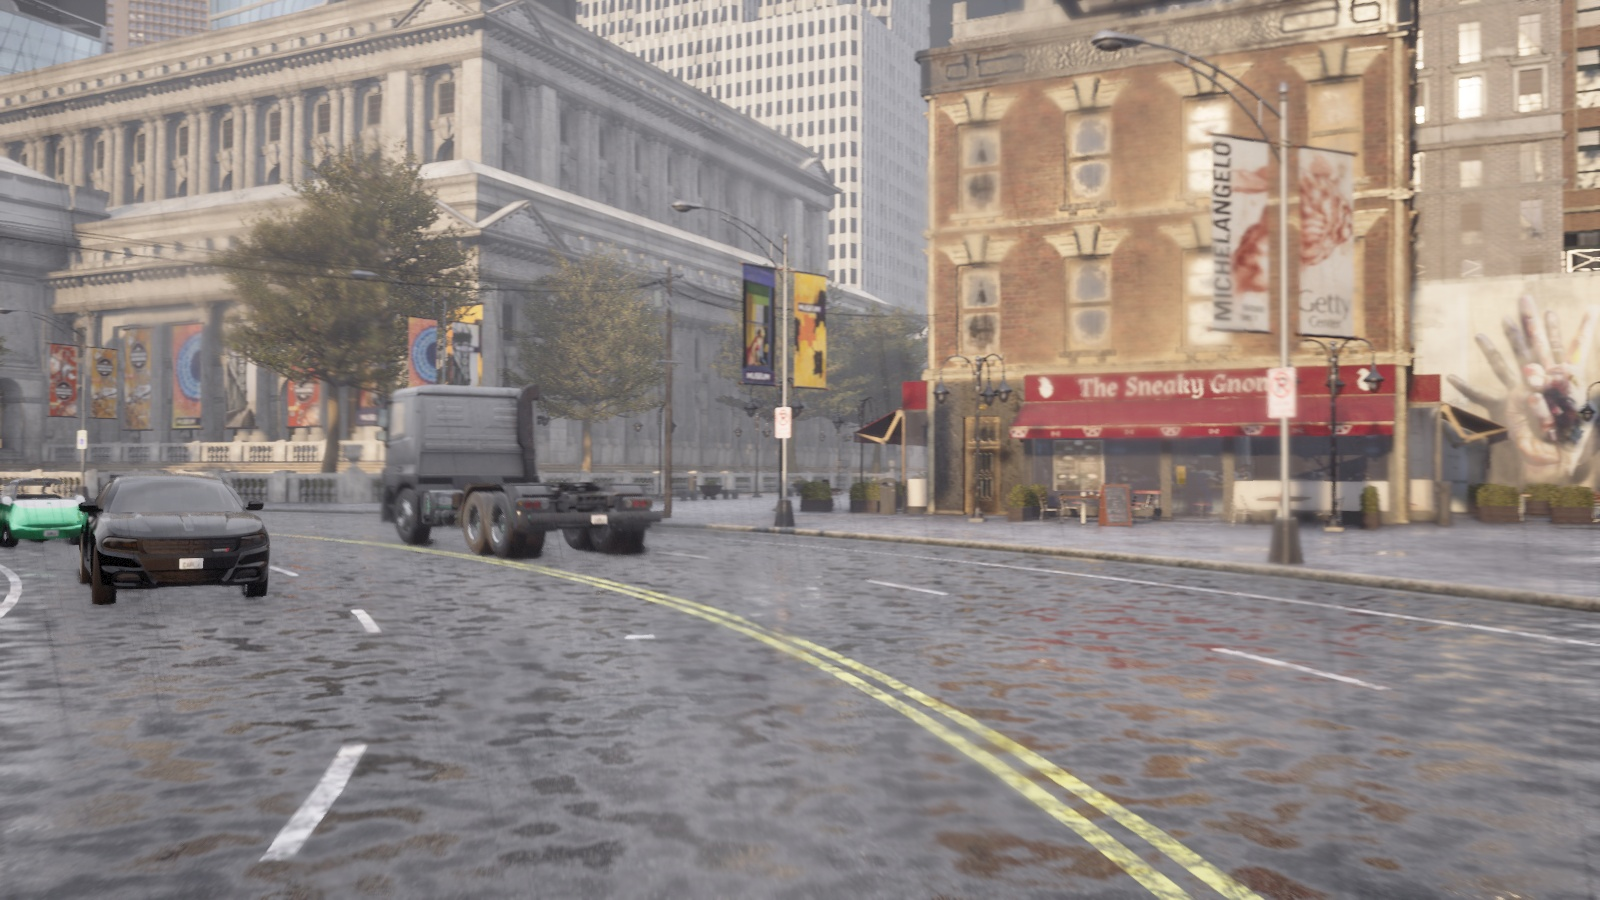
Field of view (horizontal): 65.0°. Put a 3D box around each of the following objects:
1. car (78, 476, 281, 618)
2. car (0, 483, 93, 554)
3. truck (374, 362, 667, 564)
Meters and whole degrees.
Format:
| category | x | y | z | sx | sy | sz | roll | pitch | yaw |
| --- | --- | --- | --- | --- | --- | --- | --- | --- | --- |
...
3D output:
| category | x | y | z | sx | sy | sz | roll | pitch | yaw |
| --- | --- | --- | --- | --- | --- | --- | --- | --- | --- |
| car | -8.184 | 1.108 | 16.303 | 1.882 | 1.535 | 5.008 | 0 | -1 | -32 |
| car | -15.777 | 1.385 | 25.901 | 2.207 | 1.376 | 1.481 | -2 | -2 | 44 |
| truck | -5.958 | 0.291 | 25.533 | 2.891 | 3.462 | 7.936 | 0 | -1 | -36 |
